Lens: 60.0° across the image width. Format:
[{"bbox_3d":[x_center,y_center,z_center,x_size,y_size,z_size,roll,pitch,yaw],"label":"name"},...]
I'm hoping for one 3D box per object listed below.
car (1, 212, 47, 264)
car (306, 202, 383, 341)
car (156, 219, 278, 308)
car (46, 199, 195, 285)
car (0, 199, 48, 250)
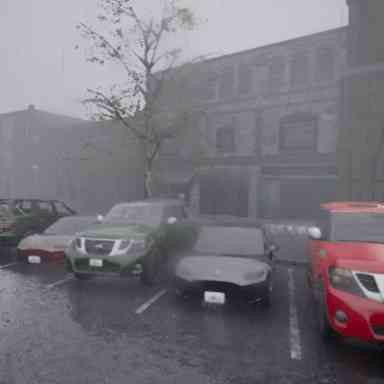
[{"bbox_3d":[-3.845,1.553,11.802,2.163,1.488,4.792,0,-1,15],"label":"car"},{"bbox_3d":[3.503,1.236,6.570,2.435,2.045,5.566,0,-1,16],"label":"car"},{"bbox_3d":[1.051,1.529,8.314,2.163,1.488,4.792,0,-1,16],"label":"car"},{"bbox_3d":[-1.393,1.260,10.063,2.435,2.045,5.566,0,-1,15],"label":"car"},{"bbox_3d":[-6.285,1.286,13.608,2.435,2.045,5.566,0,-1,15],"label":"car"}]
